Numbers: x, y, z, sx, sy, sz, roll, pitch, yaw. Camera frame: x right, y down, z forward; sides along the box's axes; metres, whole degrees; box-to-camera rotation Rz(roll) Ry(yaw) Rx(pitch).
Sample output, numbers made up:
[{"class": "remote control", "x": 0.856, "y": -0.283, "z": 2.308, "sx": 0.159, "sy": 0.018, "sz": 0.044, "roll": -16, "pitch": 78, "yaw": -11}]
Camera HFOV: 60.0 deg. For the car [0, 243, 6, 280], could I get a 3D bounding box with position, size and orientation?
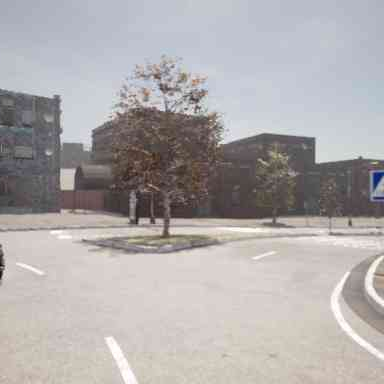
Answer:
[{"class": "car", "x": -6.681, "y": 1.591, "z": 9.289, "sx": 2.128, "sy": 1.511, "sz": 4.902, "roll": 0, "pitch": -1, "yaw": -42}]
